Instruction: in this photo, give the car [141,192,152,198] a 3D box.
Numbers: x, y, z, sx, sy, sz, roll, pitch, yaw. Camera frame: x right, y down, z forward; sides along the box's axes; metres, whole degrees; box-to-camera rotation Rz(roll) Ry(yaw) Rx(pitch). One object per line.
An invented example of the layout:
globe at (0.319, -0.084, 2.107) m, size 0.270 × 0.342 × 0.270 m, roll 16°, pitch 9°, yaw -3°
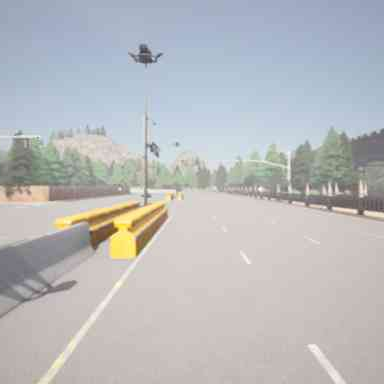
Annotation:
car at (-10.131, 0.703, 74.037) m, size 1.895 × 1.301 × 4.718 m, roll 0°, pitch 1°, yaw 0°
